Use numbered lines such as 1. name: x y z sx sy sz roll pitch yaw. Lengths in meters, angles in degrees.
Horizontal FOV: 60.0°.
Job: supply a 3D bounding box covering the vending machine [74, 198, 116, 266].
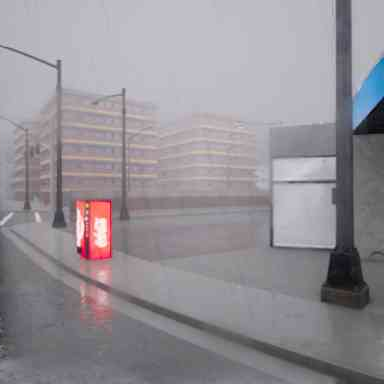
1. vending machine: -3.240 1.246 11.053 1.100 2.100 0.880 0 0 -36
